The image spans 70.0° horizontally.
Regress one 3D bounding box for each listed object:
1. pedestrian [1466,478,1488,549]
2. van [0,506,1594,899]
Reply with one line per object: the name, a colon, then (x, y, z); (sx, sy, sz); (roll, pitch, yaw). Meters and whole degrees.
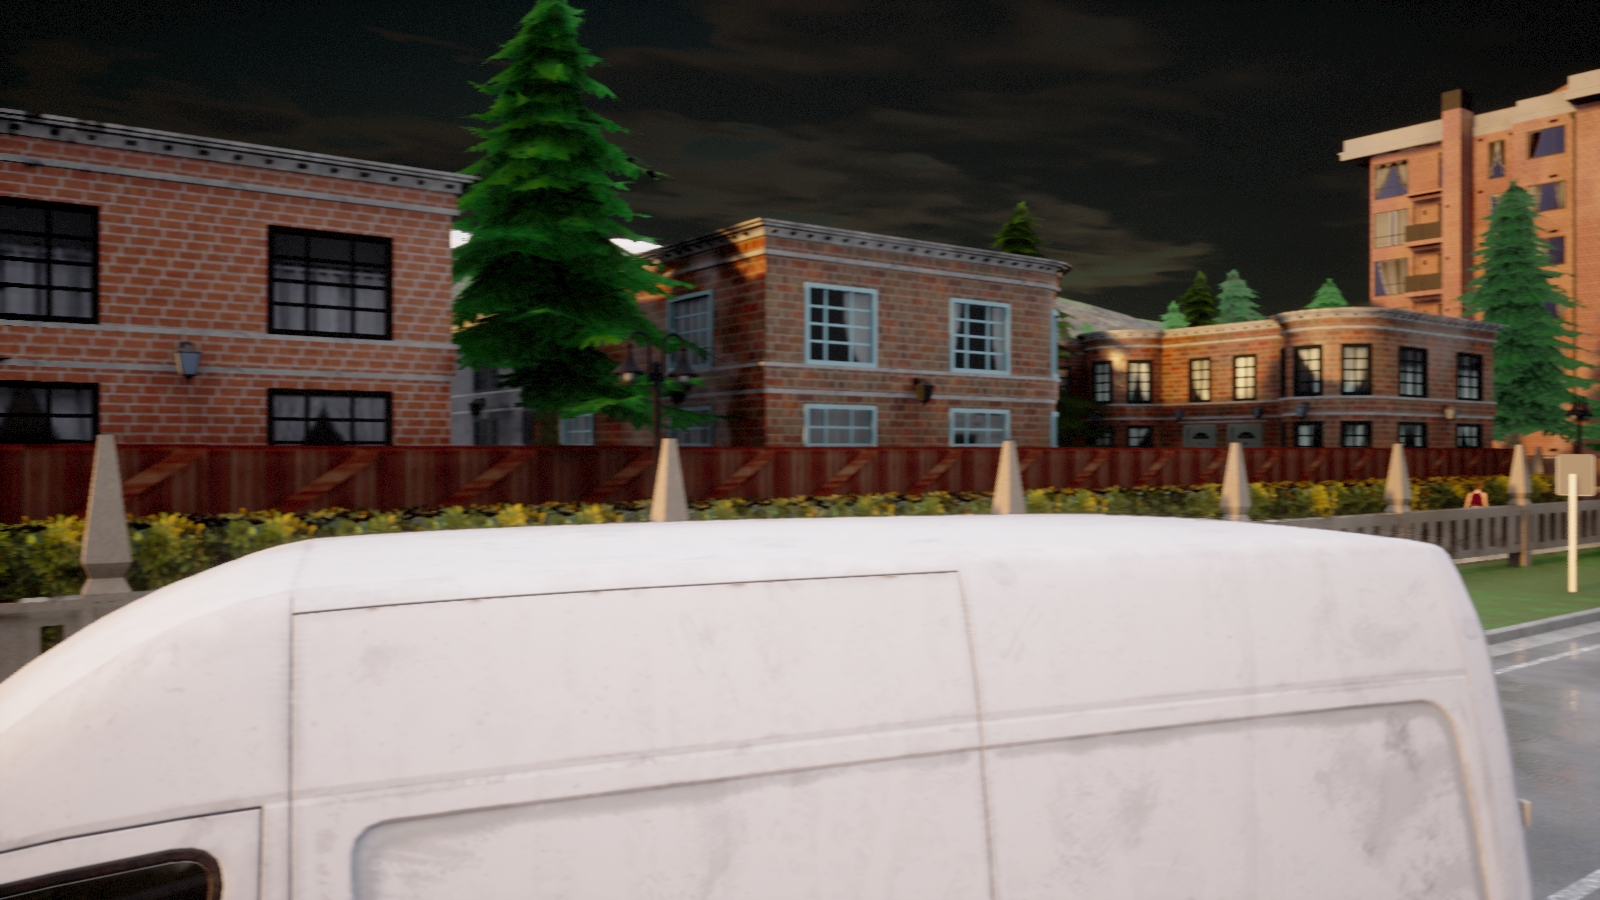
pedestrian: (18.161, 1.695, 30.647); (0.375, 1.860, 0.375); (0, 0, -36)
van: (-0.799, 1.531, 3.178); (5.915, 2.561, 1.988); (0, 0, -22)
